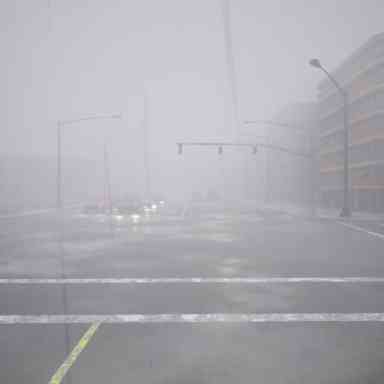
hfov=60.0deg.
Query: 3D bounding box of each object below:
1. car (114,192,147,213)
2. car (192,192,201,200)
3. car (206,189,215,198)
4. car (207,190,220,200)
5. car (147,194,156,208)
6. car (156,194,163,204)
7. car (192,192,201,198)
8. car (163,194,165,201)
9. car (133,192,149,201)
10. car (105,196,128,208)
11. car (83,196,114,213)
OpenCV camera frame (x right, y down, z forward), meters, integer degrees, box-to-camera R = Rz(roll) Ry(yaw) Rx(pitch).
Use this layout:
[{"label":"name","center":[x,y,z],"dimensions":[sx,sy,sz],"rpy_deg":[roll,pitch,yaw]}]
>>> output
[{"label":"car","center":[-6.313,1.226,34.531],"dimensions":[2.097,1.767,4.553],"rpy_deg":[0,1,0]},{"label":"car","center":[0.899,0.959,65.802],"dimensions":[1.895,1.301,4.718],"rpy_deg":[0,1,0]},{"label":"car","center":[4.437,0.425,75.928],"dimensions":[2.150,2.045,5.566],"rpy_deg":[0,1,0]},{"label":"car","center":[4.500,0.919,65.945],"dimensions":[1.994,1.385,4.181],"rpy_deg":[0,1,0]},{"label":"car","center":[-6.281,1.277,43.414],"dimensions":[1.812,1.442,4.674],"rpy_deg":[0,1,0]},{"label":"car","center":[-6.242,1.080,52.695],"dimensions":[2.128,1.511,4.902],"rpy_deg":[0,1,0]},{"label":"car","center":[0.934,0.649,75.778],"dimensions":[2.033,1.411,5.357],"rpy_deg":[0,1,0]},{"label":"car","center":[-6.167,1.012,62.824],"dimensions":[1.895,1.301,4.718],"rpy_deg":[0,1,1]},{"label":"car","center":[-9.661,0.896,63.214],"dimensions":[2.128,1.511,4.902],"rpy_deg":[0,1,1]},{"label":"car","center":[-9.780,1.314,43.519],"dimensions":[1.994,1.385,4.181],"rpy_deg":[0,1,0]},{"label":"car","center":[-9.811,1.225,34.876],"dimensions":[2.097,1.767,4.553],"rpy_deg":[0,1,0]}]
